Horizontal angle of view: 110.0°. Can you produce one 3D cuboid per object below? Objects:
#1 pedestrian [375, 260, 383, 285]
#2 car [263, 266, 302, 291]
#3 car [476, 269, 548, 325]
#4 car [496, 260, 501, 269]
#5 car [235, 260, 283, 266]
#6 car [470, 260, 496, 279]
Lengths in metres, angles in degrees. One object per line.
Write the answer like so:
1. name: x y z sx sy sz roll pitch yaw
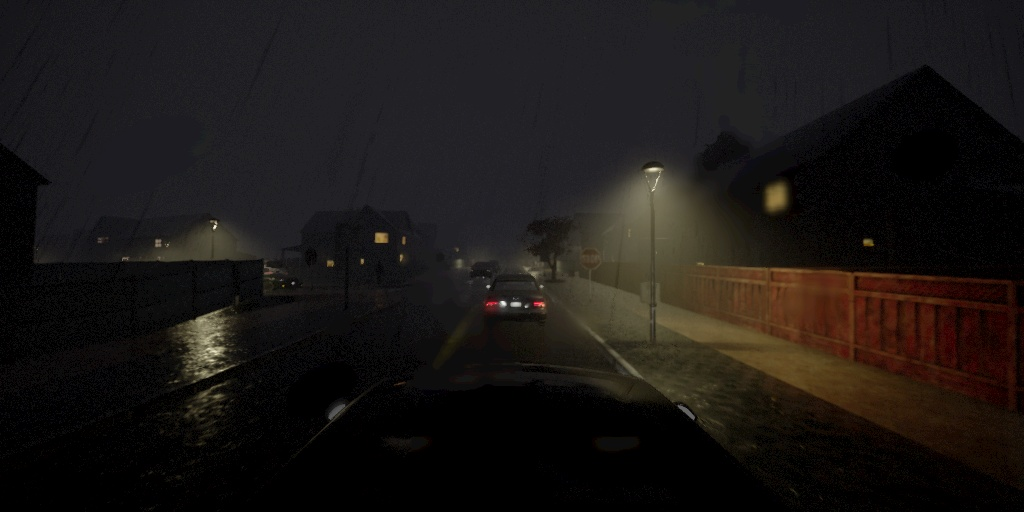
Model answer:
1. pedestrian: -9.908 1.219 26.739 0.375 1.860 0.375 0 -2 5
2. car: -14.911 1.466 21.491 4.181 1.385 1.994 -1 -3 8
3. car: 0.100 1.309 11.800 2.033 1.411 5.357 0 0 0
4. car: -2.831 1.421 45.506 1.994 1.385 4.181 0 0 0
5. car: -18.601 1.315 24.920 5.566 2.045 2.150 -1 -2 7
6. car: -2.843 1.294 34.174 1.882 1.535 5.008 0 0 0
